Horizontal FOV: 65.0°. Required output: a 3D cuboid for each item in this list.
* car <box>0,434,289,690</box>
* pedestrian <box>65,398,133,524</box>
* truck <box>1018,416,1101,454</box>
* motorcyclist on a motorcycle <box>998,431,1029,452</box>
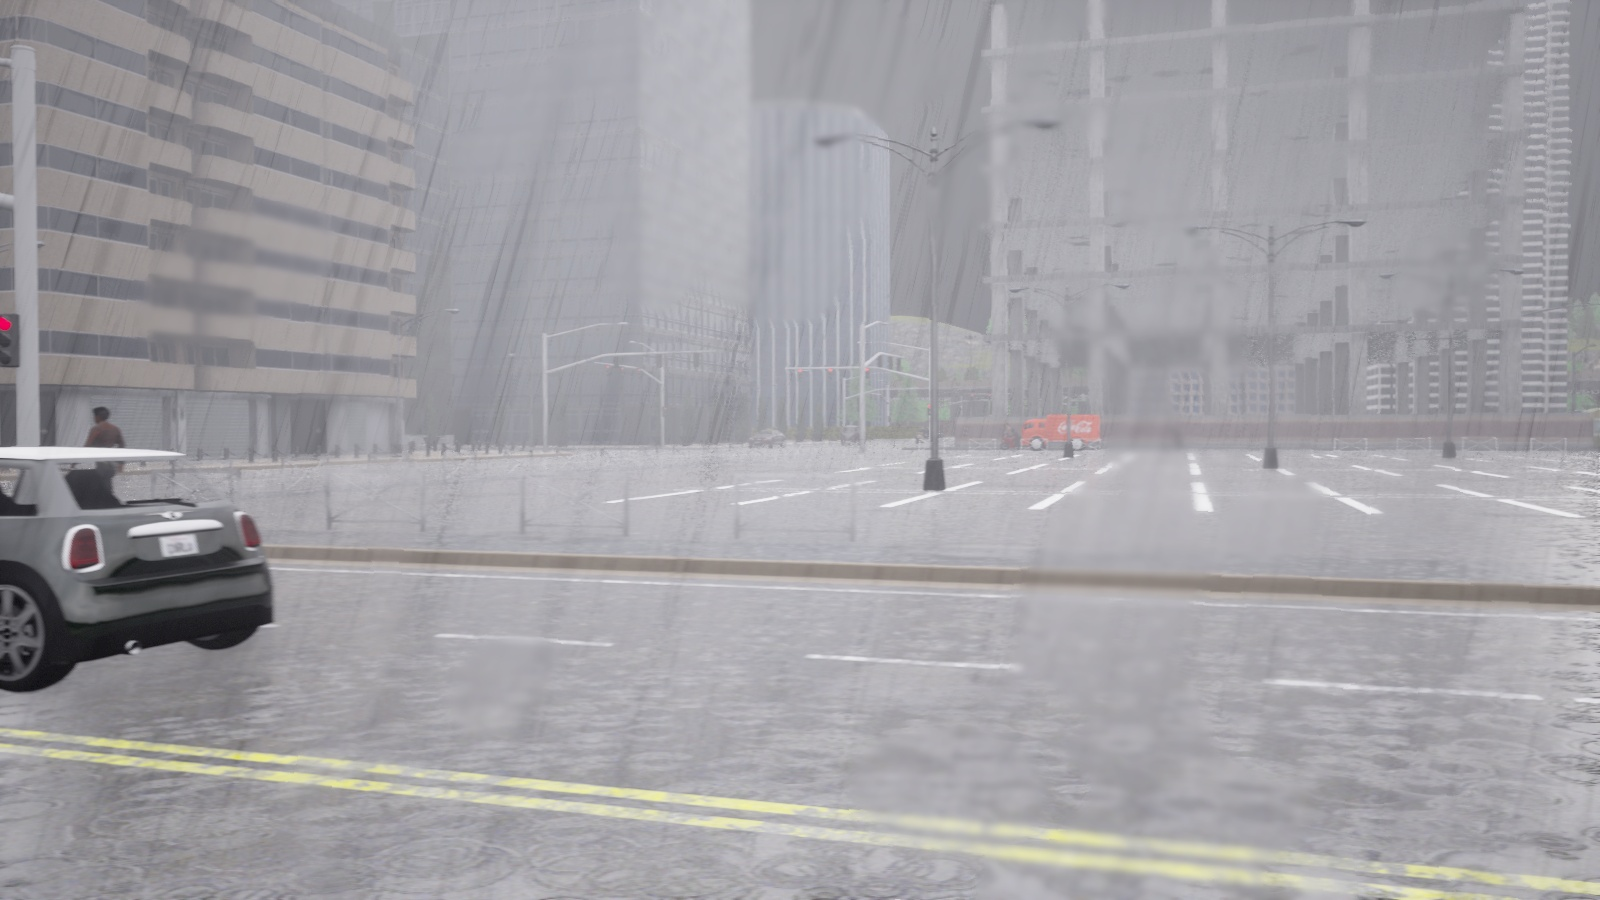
[{"bbox_3d":[-5.848,0.628,8.833,3.806,1.475,1.970,1,1,19],"label":"car"},{"bbox_3d":[-10.177,0.155,18.233,0.869,1.805,0.328,0,1,16],"label":"pedestrian"},{"bbox_3d":[17.437,-1.002,84.393,5.204,2.467,2.627,0,1,17],"label":"truck"},{"bbox_3d":[15.092,-0.612,88.761,2.044,1.523,0.797,0,1,17],"label":"motorcyclist on a motorcycle"}]
